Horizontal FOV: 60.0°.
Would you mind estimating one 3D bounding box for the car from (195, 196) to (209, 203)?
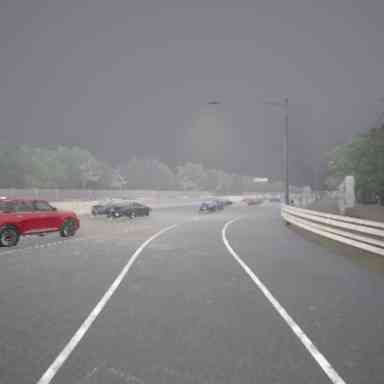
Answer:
[{"bbox_3d":[2.598,1.893,84.271,1.882,1.535,5.008,-1,0,23],"label":"car"}]

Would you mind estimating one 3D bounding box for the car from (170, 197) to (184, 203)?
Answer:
[{"bbox_3d":[-3.855,1.973,86.982,1.882,1.535,5.008,-1,0,23],"label":"car"}]

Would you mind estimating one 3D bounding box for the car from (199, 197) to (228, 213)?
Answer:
[{"bbox_3d":[2.276,1.637,38.600,1.812,1.442,4.674,-1,0,23],"label":"car"}]

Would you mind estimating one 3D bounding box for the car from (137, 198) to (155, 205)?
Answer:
[{"bbox_3d":[-9.963,1.989,72.479,1.812,1.442,4.674,-1,0,23],"label":"car"}]

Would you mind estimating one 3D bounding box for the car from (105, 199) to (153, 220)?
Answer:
[{"bbox_3d":[-5.272,1.626,29.819,1.837,1.490,4.892,-1,0,23],"label":"car"}]

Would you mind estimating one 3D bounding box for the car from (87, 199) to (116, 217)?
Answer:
[{"bbox_3d":[-7.824,1.658,32.758,2.128,1.511,4.902,-1,0,23],"label":"car"}]

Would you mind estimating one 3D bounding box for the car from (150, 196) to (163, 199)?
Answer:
[{"bbox_3d":[-6.742,2.019,71.108,1.895,1.301,4.718,-1,0,23],"label":"car"}]

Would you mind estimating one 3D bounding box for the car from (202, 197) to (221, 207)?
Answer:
[{"bbox_3d":[3.480,1.751,59.334,1.837,1.490,4.892,-1,0,23],"label":"car"}]

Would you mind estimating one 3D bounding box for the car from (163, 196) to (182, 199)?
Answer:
[{"bbox_3d":[-3.495,1.909,69.802,2.128,1.511,4.902,-1,0,23],"label":"car"}]

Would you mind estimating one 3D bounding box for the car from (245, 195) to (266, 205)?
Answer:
[{"bbox_3d":[11.583,1.777,60.515,1.895,1.301,4.718,-1,0,23],"label":"car"}]

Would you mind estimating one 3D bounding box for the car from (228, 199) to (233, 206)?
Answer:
[{"bbox_3d":[5.385,1.796,54.845,1.895,1.301,4.718,-1,0,23],"label":"car"}]

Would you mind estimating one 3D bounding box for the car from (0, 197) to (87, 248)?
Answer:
[{"bbox_3d":[-7.702,1.259,15.198,2.150,2.045,5.566,-1,0,23],"label":"car"}]

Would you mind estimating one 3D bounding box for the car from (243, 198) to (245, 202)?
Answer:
[{"bbox_3d":[14.371,1.885,85.188,1.994,1.385,4.181,-1,0,23],"label":"car"}]

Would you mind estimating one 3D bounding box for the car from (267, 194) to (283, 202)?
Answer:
[{"bbox_3d":[20.482,1.727,81.663,1.882,1.535,5.008,-1,0,23],"label":"car"}]

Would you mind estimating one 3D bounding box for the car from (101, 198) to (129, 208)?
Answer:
[{"bbox_3d":[-12.942,1.874,56.581,2.128,1.511,4.902,-1,0,24],"label":"car"}]

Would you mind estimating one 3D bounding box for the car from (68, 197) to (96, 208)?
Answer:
[{"bbox_3d":[-19.487,1.814,59.032,2.097,1.767,4.553,-1,0,24],"label":"car"}]

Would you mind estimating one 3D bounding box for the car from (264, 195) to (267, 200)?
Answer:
[{"bbox_3d":[15.942,1.801,79.890,1.812,1.442,4.674,-1,0,23],"label":"car"}]

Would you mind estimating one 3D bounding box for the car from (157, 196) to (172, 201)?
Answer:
[{"bbox_3d":[-7.203,1.724,88.057,1.812,1.442,4.674,-1,0,23],"label":"car"}]
